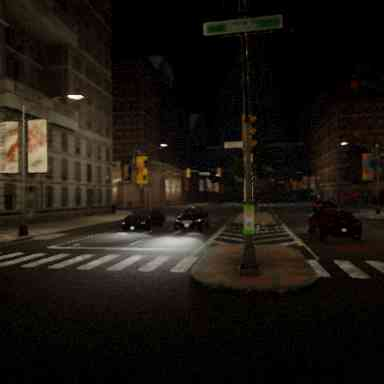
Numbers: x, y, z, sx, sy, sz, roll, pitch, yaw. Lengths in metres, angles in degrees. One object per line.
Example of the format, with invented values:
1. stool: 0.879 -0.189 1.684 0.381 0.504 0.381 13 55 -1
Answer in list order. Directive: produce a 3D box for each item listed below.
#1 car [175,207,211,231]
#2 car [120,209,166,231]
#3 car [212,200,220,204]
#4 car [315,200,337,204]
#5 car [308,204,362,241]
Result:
1. car: 0.137 1.806 22.934 2.128 1.511 4.902 -1 -1 11
2. car: -3.281 1.914 23.703 2.033 1.411 5.357 -1 -1 11
3. car: 6.621 2.773 92.595 1.895 1.301 4.718 -1 -1 11
4. car: 18.319 1.903 45.215 4.892 1.490 1.837 -1 -1 -41
5. car: 7.460 1.634 17.748 1.882 1.535 5.008 -1 -1 11
